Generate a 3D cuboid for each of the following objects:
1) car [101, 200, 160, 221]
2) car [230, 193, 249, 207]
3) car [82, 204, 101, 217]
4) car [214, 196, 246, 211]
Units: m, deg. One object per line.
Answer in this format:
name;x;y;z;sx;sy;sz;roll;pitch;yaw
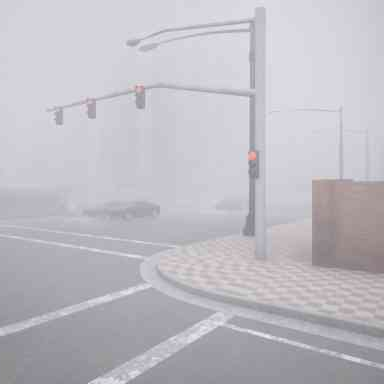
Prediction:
car;-4.780;1.478;27.880;1.882;1.535;5.008;0;0;36
car;6.776;1.223;49.849;2.150;2.045;5.566;0;0;36
car;-7.304;1.547;30.365;2.033;1.411;5.357;0;0;36
car;4.460;1.563;40.697;1.994;1.385;4.181;0;0;36
